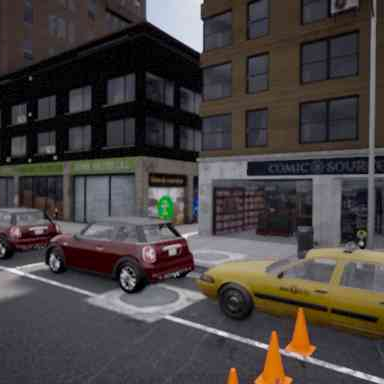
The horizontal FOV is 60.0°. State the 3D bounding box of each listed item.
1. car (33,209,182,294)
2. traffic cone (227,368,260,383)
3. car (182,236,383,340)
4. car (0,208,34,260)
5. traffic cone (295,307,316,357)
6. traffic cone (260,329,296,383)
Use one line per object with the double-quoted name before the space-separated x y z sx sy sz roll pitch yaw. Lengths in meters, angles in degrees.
"car" -2.019 1.353 8.653 4.097 1.590 1.967 1 0 36
"traffic cone" 0.377 1.937 3.090 0.340 0.580 0.340 1 1 36
"car" 2.336 1.509 5.541 4.829 1.417 1.752 1 0 36
"car" -6.513 1.279 11.864 4.097 1.590 1.967 1 0 36
"traffic cone" 1.540 1.937 4.717 0.340 0.580 0.340 1 1 36
"traffic cone" 0.958 1.937 3.904 0.340 0.580 0.340 1 1 36
